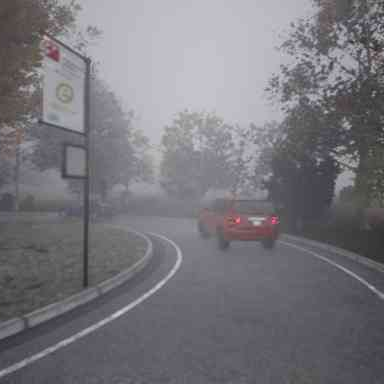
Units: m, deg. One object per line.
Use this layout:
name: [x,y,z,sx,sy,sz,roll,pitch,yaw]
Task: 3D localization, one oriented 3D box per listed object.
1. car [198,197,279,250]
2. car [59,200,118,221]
car: [1.845,1.241,14.701,2.150,2.045,5.566,1,-1,-11]
car: [-8.283,1.383,26.492,5.008,1.535,1.882,1,0,24]
